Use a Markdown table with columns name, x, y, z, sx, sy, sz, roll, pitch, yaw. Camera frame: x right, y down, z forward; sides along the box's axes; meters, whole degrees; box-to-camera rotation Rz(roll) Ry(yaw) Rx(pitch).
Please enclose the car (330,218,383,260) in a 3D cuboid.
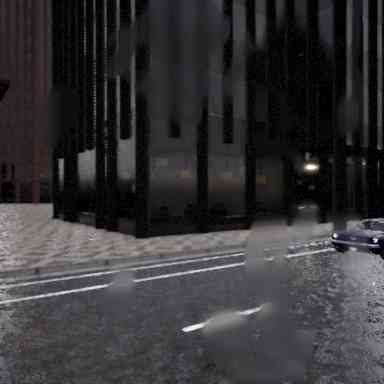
| name | x | y | z | sx | sy | sz | roll | pitch | yaw |
| --- | --- | --- | --- | --- | --- | --- | --- | --- | --- |
| car | 7.481 | 1.713 | 12.968 | 4.718 | 1.301 | 1.895 | 1 | 0 | -35 |
